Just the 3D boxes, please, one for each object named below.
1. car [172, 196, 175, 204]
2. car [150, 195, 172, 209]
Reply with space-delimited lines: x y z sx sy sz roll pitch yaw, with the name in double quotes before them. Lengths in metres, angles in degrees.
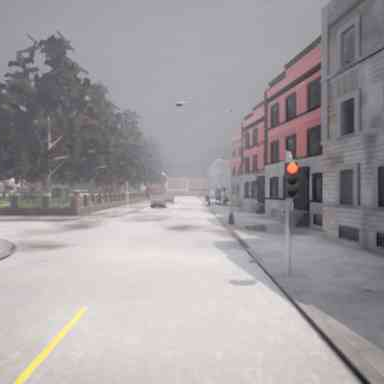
"car" -4.034 1.297 58.710 2.033 1.411 5.357 0 0 1
"car" -4.089 1.368 41.894 2.033 1.411 5.357 0 0 0
